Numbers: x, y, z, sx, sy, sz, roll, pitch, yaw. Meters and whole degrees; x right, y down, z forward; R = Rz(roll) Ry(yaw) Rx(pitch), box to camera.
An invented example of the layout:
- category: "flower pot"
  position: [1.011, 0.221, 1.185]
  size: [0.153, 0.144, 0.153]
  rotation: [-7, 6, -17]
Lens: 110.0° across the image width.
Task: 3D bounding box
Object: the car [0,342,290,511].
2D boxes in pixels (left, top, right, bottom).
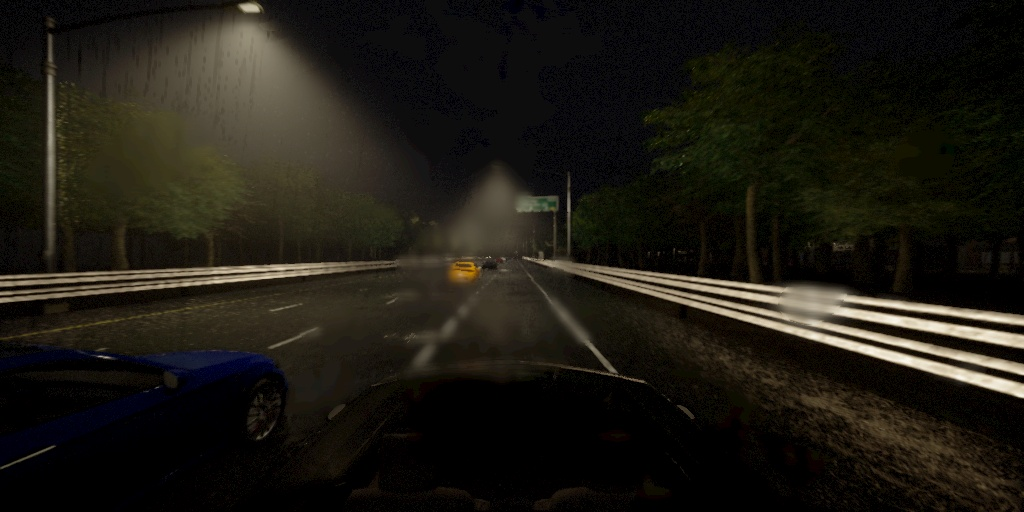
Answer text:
- category: "car"
  position: [-3.499, 1.275, 2.228]
  size: [1.812, 1.442, 4.674]
  rotation: [0, 0, 0]

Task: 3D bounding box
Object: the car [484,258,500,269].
- category: "car"
  position: [-3.377, 1.293, 55.375]
  size: [1.994, 1.385, 4.181]
  rotation: [0, 0, 0]

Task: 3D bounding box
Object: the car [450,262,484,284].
- category: "car"
  position: [-3.475, 1.229, 27.400]
  size: [1.882, 1.535, 5.008]
  rotation: [0, 0, 0]
